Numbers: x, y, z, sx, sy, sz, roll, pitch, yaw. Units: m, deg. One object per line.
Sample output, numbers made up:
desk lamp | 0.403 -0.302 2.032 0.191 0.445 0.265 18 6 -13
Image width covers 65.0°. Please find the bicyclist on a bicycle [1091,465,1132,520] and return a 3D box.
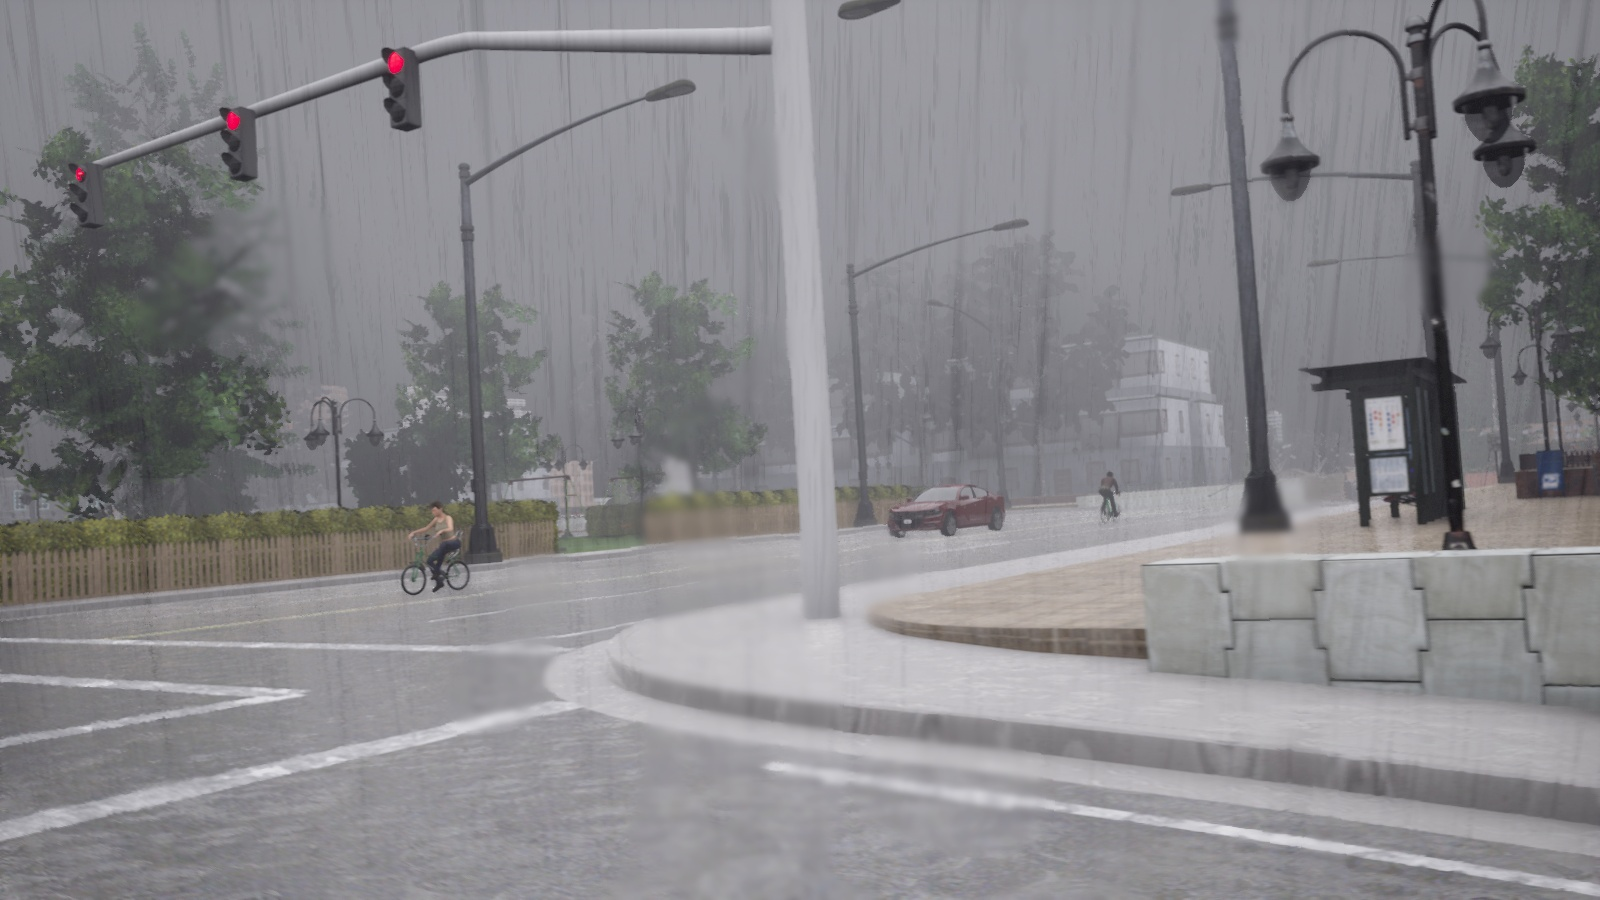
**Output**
bicyclist on a bicycle | 9.785 1.320 39.434 0.582 1.620 1.656 -6 -3 34

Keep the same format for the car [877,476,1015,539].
car | 4.490 1.693 37.870 1.882 1.535 5.008 -6 -3 34

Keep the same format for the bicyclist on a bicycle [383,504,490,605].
bicyclist on a bicycle | -6.363 1.819 22.031 0.866 1.612 1.509 -6 -3 35
